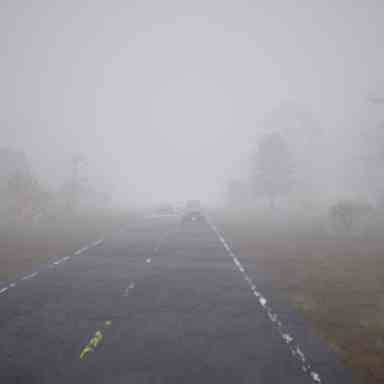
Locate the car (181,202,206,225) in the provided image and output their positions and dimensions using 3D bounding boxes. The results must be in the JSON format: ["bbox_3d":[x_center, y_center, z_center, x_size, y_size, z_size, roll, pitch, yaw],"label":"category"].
[{"bbox_3d":[0.117,1.772,25.980,1.812,1.442,4.674,0,0,0],"label":"car"}]

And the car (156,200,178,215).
[{"bbox_3d":[-3.066,1.933,39.059,1.994,1.385,4.181,0,-1,0],"label":"car"}]

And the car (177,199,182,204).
[{"bbox_3d":[-2.949,2.334,78.338,1.895,1.301,4.718,0,-1,0],"label":"car"}]

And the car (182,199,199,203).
[{"bbox_3d":[0.125,1.750,42.077,2.097,1.767,4.553,0,0,0],"label":"car"}]
